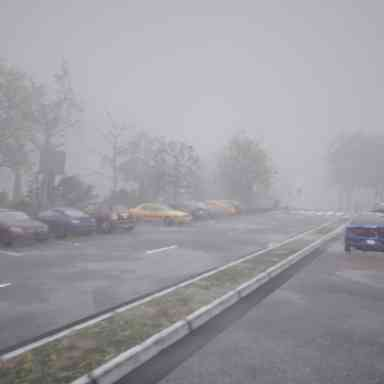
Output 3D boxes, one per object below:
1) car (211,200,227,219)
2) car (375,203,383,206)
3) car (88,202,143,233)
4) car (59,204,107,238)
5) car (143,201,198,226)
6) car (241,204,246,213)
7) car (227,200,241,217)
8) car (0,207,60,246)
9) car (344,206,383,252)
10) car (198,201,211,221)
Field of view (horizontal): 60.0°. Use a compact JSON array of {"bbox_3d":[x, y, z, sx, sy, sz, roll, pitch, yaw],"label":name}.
[{"bbox_3d":[0.185,1.566,29.242,4.892,1.521,2.231,1,0,32],"label":"car"},{"bbox_3d":[15.067,1.643,25.932,1.837,1.490,4.892,1,1,32],"label":"car"},{"bbox_3d":[-5.568,1.388,19.851,4.553,1.767,2.185,1,0,32],"label":"car"},{"bbox_3d":[-7.045,1.528,17.516,4.674,1.452,2.002,1,0,32],"label":"car"},{"bbox_3d":[-2.547,1.544,24.453,5.366,1.575,1.946,1,0,32],"label":"car"},{"bbox_3d":[3.090,1.576,33.922,4.892,1.521,2.231,1,0,32],"label":"car"},{"bbox_3d":[1.642,1.571,31.579,5.008,1.535,2.097,1,0,32],"label":"car"},{"bbox_3d":[-8.496,1.502,15.176,4.674,1.452,2.002,1,0,32],"label":"car"},{"bbox_3d":[7.603,1.601,13.785,1.882,1.535,5.008,1,0,32],"label":"car"},{"bbox_3d":[-1.280,1.588,26.914,4.792,1.488,2.163,1,0,32],"label":"car"}]
